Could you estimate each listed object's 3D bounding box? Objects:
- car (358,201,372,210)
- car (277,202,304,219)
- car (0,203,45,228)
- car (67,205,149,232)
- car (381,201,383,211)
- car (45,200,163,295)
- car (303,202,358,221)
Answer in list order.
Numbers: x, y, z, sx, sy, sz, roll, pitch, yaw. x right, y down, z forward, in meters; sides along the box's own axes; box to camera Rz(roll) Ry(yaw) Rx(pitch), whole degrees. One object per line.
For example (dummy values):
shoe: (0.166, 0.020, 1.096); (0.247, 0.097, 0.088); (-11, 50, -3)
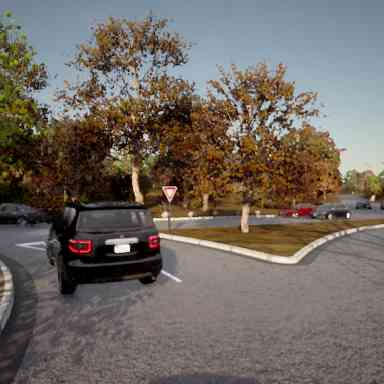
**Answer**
car: (26.354, 2.041, 51.009); (1.994, 1.385, 4.181); (0, 0, 26)
car: (10.423, 1.740, 32.665); (5.008, 1.535, 1.882); (1, -1, -35)
car: (-12.154, 1.532, 21.699); (4.892, 1.490, 1.837); (0, 1, -5)
car: (-5.131, 1.558, 20.409); (4.674, 1.442, 1.812); (0, 0, -22)
car: (29.051, 1.967, 49.159); (2.128, 1.511, 4.902); (0, 0, 26)
car: (-2.625, 1.234, 9.138); (2.150, 2.045, 5.566); (0, 0, -27)
car: (12.668, 1.774, 30.311); (4.892, 1.490, 1.837); (1, 0, -35)
